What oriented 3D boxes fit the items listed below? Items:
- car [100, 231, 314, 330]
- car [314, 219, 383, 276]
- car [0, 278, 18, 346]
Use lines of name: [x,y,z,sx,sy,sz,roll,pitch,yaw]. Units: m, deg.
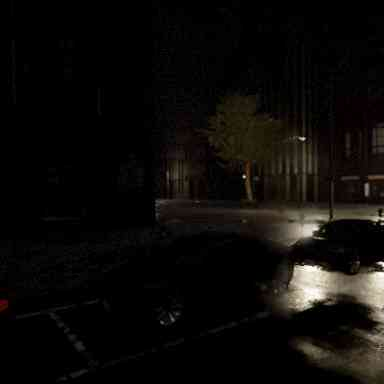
car: [0.323,1.543,6.887,4.313,1.339,1.947,0,0,-36]
car: [4.907,1.513,10.166,4.313,1.339,1.947,0,0,-36]
car: [-4.261,1.590,3.608,4.206,1.307,1.802,0,0,-36]
